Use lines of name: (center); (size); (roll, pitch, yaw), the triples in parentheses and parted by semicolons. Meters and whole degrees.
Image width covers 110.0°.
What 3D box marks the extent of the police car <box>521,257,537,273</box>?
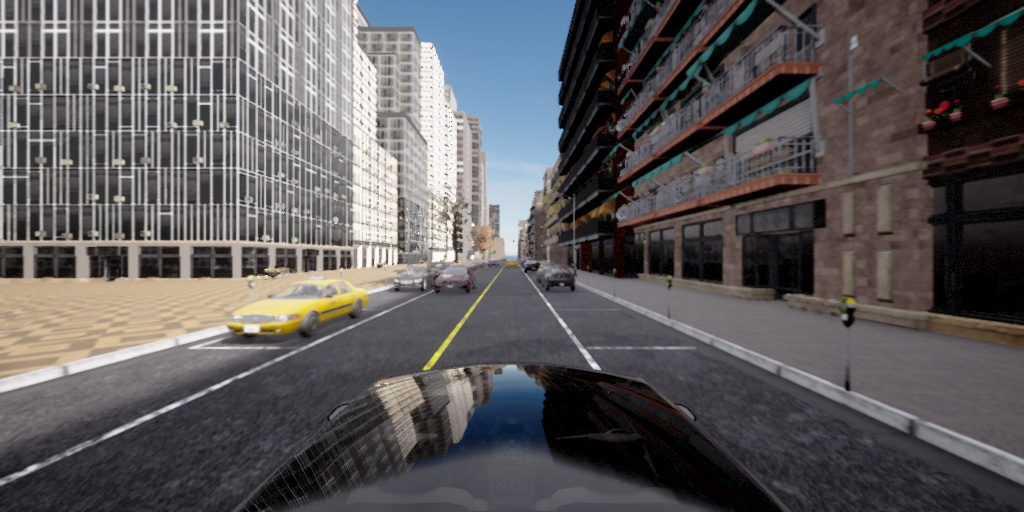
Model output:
police car: (2.369, 1.155, 42.389); (1.930, 1.638, 5.238); (0, 0, 0)

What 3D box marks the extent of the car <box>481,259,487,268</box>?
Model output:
car: (-5.687, 1.316, 60.209); (1.802, 1.307, 4.207); (0, 0, 0)

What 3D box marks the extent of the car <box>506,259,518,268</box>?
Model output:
car: (0.005, 1.212, 61.634); (1.882, 1.535, 5.008); (0, 0, 0)

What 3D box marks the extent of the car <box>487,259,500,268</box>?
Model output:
car: (-3.033, 1.298, 61.423); (1.994, 1.385, 4.181); (0, 0, 1)

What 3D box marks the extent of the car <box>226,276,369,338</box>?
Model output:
car: (-5.691, 1.269, 10.246); (1.751, 1.417, 4.829); (0, 0, 0)

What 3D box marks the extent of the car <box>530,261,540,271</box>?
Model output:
car: (2.691, 1.285, 27.013); (2.007, 1.370, 4.403); (0, 0, 0)

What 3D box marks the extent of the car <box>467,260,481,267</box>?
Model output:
car: (-5.688, 1.256, 48.973); (1.751, 1.417, 4.829); (0, 0, 0)

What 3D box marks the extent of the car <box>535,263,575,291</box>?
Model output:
car: (2.690, 1.288, 21.480); (2.007, 1.370, 4.403); (0, 0, 0)

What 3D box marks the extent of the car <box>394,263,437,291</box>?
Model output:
car: (-5.690, 1.288, 21.481); (2.007, 1.370, 4.403); (0, 0, 0)

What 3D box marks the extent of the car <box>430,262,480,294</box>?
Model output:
car: (-3.097, 1.264, 20.302); (1.812, 1.442, 4.674); (0, 0, 0)
